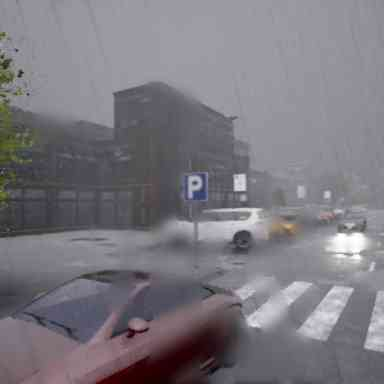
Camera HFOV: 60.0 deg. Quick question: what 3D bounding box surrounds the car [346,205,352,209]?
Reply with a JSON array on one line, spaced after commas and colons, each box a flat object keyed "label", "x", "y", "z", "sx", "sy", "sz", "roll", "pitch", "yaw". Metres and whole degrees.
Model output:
[{"label": "car", "x": 18.338, "y": 2.863, "z": 45.847, "sx": 5.566, "sy": 2.045, "sz": 2.435, "roll": -2, "pitch": -3, "yaw": 11}]

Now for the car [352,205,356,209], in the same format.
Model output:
[{"label": "car", "x": 21.610, "y": 3.287, "z": 50.937, "sx": 5.366, "sy": 1.575, "sz": 1.946, "roll": -2, "pitch": -3, "yaw": 11}]

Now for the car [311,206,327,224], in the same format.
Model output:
[{"label": "car", "x": 10.505, "y": 2.551, "z": 33.020, "sx": 4.553, "sy": 1.767, "sz": 2.185, "roll": -2, "pitch": -3, "yaw": 11}]

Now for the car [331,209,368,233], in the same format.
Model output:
[{"label": "car", "x": 12.931, "y": 2.405, "z": 26.739, "sx": 2.128, "sy": 1.511, "sz": 4.902, "roll": -2, "pitch": -3, "yaw": 31}]

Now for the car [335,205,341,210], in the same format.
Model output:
[{"label": "car", "x": 15.230, "y": 2.810, "z": 40.697, "sx": 4.553, "sy": 1.767, "sz": 2.185, "roll": -2, "pitch": -3, "yaw": 11}]

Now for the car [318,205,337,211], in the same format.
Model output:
[{"label": "car", "x": 13.675, "y": 2.722, "z": 38.132, "sx": 4.553, "sy": 1.767, "sz": 2.185, "roll": -2, "pitch": -3, "yaw": 11}]

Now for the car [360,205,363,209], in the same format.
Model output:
[{"label": "car", "x": 30.750, "y": 3.901, "z": 66.369, "sx": 4.674, "sy": 1.452, "sz": 2.002, "roll": -2, "pitch": -3, "yaw": 11}]

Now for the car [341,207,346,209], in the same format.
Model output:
[{"label": "car", "x": 16.788, "y": 3.054, "z": 43.270, "sx": 4.792, "sy": 1.488, "sz": 2.163, "roll": -2, "pitch": -3, "yaw": 11}]

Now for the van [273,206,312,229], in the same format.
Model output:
[{"label": "van", "x": 7.313, "y": 2.281, "z": 27.888, "sx": 4.442, "sy": 1.987, "sz": 1.878, "roll": -2, "pitch": -3, "yaw": 11}]

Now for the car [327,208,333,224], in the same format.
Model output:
[{"label": "car", "x": 12.091, "y": 2.802, "z": 35.569, "sx": 4.674, "sy": 1.452, "sz": 2.002, "roll": -2, "pitch": -3, "yaw": 11}]

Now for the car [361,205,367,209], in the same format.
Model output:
[{"label": "car", "x": 35.386, "y": 4.154, "z": 74.080, "sx": 4.892, "sy": 1.521, "sz": 2.231, "roll": -2, "pitch": -3, "yaw": 11}]

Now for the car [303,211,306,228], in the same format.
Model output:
[{"label": "car", "x": 5.881, "y": 2.457, "z": 25.290, "sx": 4.674, "sy": 1.452, "sz": 2.002, "roll": -2, "pitch": -3, "yaw": 11}]

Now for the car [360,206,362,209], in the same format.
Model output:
[{"label": "car", "x": 29.229, "y": 3.793, "z": 63.795, "sx": 4.792, "sy": 1.488, "sz": 2.163, "roll": -2, "pitch": -3, "yaw": 11}]

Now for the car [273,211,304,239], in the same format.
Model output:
[{"label": "car", "x": 4.519, "y": 2.321, "z": 22.680, "sx": 5.366, "sy": 1.575, "sz": 1.946, "roll": -2, "pitch": -3, "yaw": 11}]

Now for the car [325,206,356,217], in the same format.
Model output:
[{"label": "car", "x": 26.060, "y": 3.450, "z": 58.684, "sx": 4.553, "sy": 1.767, "sz": 2.185, "roll": -2, "pitch": -3, "yaw": 11}]

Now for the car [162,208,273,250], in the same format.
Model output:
[{"label": "car", "x": 1.211, "y": 1.907, "z": 17.570, "sx": 5.566, "sy": 2.045, "sz": 2.435, "roll": -2, "pitch": -2, "yaw": 11}]

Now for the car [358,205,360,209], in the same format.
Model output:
[{"label": "car", "x": 27.614, "y": 3.545, "z": 61.250, "sx": 4.553, "sy": 1.767, "sz": 2.185, "roll": -2, "pitch": -3, "yaw": 11}]

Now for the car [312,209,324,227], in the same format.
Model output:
[{"label": "car", "x": 8.990, "y": 2.588, "z": 30.424, "sx": 5.008, "sy": 1.535, "sz": 2.097, "roll": -2, "pitch": -2, "yaw": 11}]

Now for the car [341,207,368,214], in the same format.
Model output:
[{"label": "car", "x": 38.661, "y": 4.340, "z": 79.186, "sx": 5.366, "sy": 1.575, "sz": 1.946, "roll": -2, "pitch": -3, "yaw": 11}]

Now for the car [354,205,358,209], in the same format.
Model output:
[{"label": "car", "x": 23.001, "y": 3.137, "z": 53.560, "sx": 5.566, "sy": 2.045, "sz": 2.435, "roll": -2, "pitch": -3, "yaw": 11}]

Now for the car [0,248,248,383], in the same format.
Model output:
[{"label": "car", "x": -0.983, "y": 1.721, "z": 4.047, "sx": 1.994, "sy": 1.385, "sz": 4.181, "roll": -2, "pitch": -3, "yaw": 36}]
